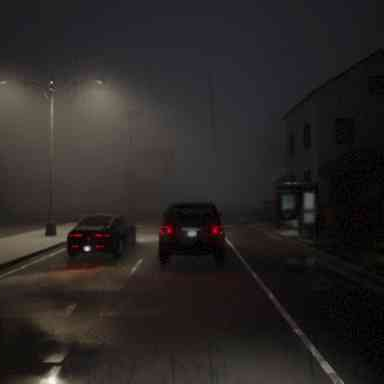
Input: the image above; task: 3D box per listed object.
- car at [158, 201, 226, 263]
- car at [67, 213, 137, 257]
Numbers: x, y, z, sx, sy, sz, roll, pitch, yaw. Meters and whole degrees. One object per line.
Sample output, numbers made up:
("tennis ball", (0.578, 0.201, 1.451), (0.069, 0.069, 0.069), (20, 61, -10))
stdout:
("car", (0.009, 1.344, 12.593), (2.150, 2.045, 5.566), (0, 0, 0))
("car", (-3.480, 1.636, 13.520), (1.837, 1.490, 4.892), (0, 0, 0))
